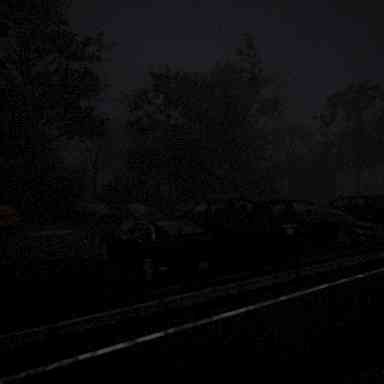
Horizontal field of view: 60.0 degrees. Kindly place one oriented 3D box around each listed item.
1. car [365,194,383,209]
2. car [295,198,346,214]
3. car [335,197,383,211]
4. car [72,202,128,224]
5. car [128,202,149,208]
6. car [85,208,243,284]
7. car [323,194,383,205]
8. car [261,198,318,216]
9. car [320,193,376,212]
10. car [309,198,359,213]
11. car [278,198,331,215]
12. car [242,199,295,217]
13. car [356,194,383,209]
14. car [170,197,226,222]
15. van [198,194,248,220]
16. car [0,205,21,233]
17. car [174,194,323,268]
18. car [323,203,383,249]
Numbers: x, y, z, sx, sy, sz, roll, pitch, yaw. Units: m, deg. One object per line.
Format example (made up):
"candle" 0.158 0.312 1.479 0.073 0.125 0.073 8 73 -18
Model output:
"car" 27.468 1.253 46.120 2.435 2.045 5.566 0 0 -36
"car" 13.981 1.478 36.465 2.163 1.488 4.792 0 0 -36
"car" 20.762 1.469 41.348 2.097 1.535 5.008 0 0 -36
"car" -6.432 1.431 21.923 2.097 1.535 5.008 0 0 -35
"car" -4.162 1.465 23.539 2.002 1.452 4.674 0 0 -35
"car" -1.119 1.442 9.635 2.231 1.521 4.892 0 0 -35
"car" 7.988 1.170 16.172 2.435 2.045 5.566 0 0 -36
"car" 9.542 1.435 33.096 1.946 1.575 5.366 0 0 -36
"car" 18.509 1.209 39.708 2.435 2.045 5.566 0 0 -36
"car" 16.212 1.483 38.134 2.163 1.488 4.792 0 0 -36
"car" 11.703 1.443 34.864 2.097 1.535 5.008 0 0 -36
"car" 7.170 1.473 31.625 2.002 1.452 4.674 0 0 -36
"car" 25.304 1.240 44.570 2.435 2.045 5.566 0 0 -36
"car" 0.391 1.296 26.746 2.185 1.767 4.553 0 0 -36
"van" 2.568 1.198 28.481 1.878 1.987 4.442 0 0 -36
"car" -10.961 1.454 18.683 2.097 1.535 5.008 0 0 -35
"car" 1.142 1.180 11.288 2.435 2.045 5.566 0 0 -35
"car" 5.718 1.421 14.524 2.231 1.521 4.892 0 0 -36
